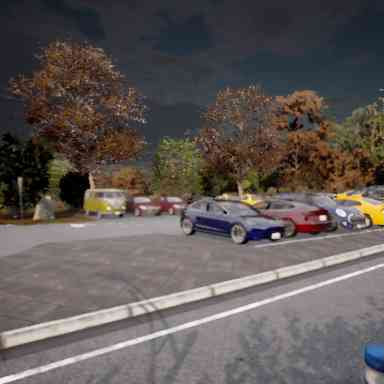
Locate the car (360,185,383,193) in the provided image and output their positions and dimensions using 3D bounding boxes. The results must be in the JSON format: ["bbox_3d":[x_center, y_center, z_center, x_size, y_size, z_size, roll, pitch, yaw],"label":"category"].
[{"bbox_3d":[10.489,0.732,19.341,2.435,2.045,5.566,-1,0,-35],"label":"car"}]

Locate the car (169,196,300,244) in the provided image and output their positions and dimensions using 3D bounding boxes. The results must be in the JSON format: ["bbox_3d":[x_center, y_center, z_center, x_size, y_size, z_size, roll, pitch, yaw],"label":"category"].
[{"bbox_3d":[1.397,1.035,12.901,2.163,1.488,4.792,0,0,-35],"label":"car"}]

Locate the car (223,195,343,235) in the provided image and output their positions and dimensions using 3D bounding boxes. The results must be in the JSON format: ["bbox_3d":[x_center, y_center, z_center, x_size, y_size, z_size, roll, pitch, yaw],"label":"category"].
[{"bbox_3d":[3.644,1.035,14.546,2.163,1.488,4.792,0,0,-35],"label":"car"}]

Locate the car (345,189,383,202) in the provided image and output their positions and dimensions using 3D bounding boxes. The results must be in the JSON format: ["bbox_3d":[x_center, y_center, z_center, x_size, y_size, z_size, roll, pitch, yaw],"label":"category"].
[{"bbox_3d":[23.394,0.396,44.325,2.097,1.535,5.008,-3,2,-35],"label":"car"}]

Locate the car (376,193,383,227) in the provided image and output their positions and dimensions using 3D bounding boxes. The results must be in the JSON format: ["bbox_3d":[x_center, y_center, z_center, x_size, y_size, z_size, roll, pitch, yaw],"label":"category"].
[{"bbox_3d":[8.221,0.999,17.711,2.097,1.535,5.008,-1,0,-35],"label":"car"}]

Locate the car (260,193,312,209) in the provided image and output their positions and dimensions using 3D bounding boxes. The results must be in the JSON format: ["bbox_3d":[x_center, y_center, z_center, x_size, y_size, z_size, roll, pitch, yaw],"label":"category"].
[{"bbox_3d":[9.702,0.867,34.720,2.097,1.535,5.008,-1,1,-35],"label":"car"}]

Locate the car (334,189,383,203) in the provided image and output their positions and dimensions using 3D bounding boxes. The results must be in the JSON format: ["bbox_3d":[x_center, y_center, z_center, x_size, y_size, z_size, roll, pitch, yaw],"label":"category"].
[{"bbox_3d":[21.221,0.493,42.569,1.946,1.575,5.366,-2,1,-35],"label":"car"}]

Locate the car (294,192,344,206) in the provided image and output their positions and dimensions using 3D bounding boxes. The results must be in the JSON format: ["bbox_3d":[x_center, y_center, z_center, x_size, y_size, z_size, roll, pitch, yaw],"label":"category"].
[{"bbox_3d":[14.376,0.743,37.993,2.231,1.521,4.892,-2,1,-35],"label":"car"}]

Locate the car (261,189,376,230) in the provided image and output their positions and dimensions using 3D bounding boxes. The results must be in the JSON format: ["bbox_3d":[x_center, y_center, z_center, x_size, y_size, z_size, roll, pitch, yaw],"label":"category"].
[{"bbox_3d":[5.924,0.881,16.146,2.185,1.767,4.553,0,0,-35],"label":"car"}]

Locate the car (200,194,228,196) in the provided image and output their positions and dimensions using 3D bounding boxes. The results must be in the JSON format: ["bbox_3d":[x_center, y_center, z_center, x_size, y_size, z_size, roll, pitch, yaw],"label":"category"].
[{"bbox_3d":[0.646,1.021,28.416,2.163,1.488,4.792,0,0,-35],"label":"car"}]

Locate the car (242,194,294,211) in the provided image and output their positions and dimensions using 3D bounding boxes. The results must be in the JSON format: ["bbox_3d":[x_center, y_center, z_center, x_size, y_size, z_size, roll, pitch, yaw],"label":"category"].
[{"bbox_3d":[7.431,0.945,33.099,2.163,1.488,4.792,-1,1,-35],"label":"car"}]

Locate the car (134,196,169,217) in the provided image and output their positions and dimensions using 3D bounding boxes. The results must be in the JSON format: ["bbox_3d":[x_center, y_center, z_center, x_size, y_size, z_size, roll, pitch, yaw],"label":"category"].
[{"bbox_3d":[-4.005,1.038,25.126,2.002,1.452,4.674,0,0,-35],"label":"car"}]

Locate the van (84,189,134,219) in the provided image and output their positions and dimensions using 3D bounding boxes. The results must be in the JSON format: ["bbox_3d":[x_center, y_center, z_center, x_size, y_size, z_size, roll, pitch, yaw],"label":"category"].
[{"bbox_3d":[-6.120,0.773,23.486,1.878,1.987,4.442,0,1,-35],"label":"van"}]

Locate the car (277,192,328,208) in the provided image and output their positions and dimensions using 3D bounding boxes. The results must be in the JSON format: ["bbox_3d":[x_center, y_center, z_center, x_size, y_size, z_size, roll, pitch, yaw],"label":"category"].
[{"bbox_3d":[11.987,0.810,36.320,2.097,1.535,5.008,-2,1,-35],"label":"car"}]

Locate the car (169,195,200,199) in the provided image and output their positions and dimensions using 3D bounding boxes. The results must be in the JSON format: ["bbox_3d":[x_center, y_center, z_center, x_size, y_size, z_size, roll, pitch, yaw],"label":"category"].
[{"bbox_3d":[-1.724,1.038,26.724,2.002,1.452,4.674,0,0,-35],"label":"car"}]
